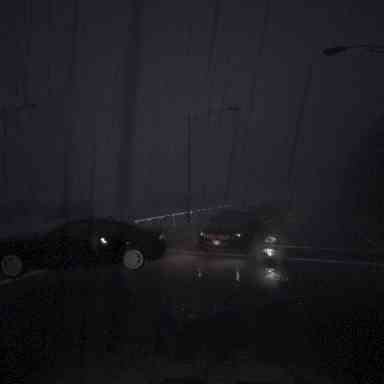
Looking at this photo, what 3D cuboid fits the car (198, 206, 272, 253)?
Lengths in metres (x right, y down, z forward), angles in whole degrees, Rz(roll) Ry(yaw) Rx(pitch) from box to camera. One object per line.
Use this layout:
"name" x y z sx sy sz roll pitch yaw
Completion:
"car" 1.832 1.514 13.876 1.812 1.442 4.674 0 0 24

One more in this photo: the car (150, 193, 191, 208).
"car" -2.917 1.074 41.759 4.605 1.855 1.932 0 0 19

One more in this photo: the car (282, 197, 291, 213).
"car" 7.785 1.487 30.488 1.837 1.490 4.892 0 0 19

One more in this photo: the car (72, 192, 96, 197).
"car" -18.401 1.249 53.739 4.514 1.523 2.007 0 0 19

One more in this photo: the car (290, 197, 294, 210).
"car" 9.830 1.544 36.525 1.994 1.385 4.181 0 0 19

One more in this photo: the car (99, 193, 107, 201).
"car" -20.131 1.014 70.946 3.866 1.878 1.905 0 0 19

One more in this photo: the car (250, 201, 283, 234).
"car" 3.984 1.490 19.282 1.837 1.490 4.892 0 0 19

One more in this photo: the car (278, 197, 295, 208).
"car" 13.596 1.468 47.653 2.128 1.511 4.902 0 0 19

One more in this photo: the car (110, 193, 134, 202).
"car" -13.732 1.046 65.310 4.605 1.855 1.932 0 0 19

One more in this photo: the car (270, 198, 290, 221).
"car" 5.901 1.475 24.927 2.128 1.511 4.902 0 0 19

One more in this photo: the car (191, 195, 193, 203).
"car" -2.376 1.053 44.644 3.866 1.878 1.905 0 0 19

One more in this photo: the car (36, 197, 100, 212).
"car" -9.006 1.356 24.201 3.633 1.501 1.845 0 0 19

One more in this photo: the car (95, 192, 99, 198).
"car" -21.776 1.298 67.993 3.806 1.475 1.970 0 0 19

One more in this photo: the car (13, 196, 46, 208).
"car" -21.645 1.273 44.288 3.633 1.501 1.845 0 0 19

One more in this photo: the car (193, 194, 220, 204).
"car" 1.727 1.126 56.763 5.027 1.636 2.152 0 0 19

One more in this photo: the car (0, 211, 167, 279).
"car" -3.271 1.475 9.857 5.008 1.535 1.882 0 0 -15

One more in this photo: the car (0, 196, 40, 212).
"car" -15.079 1.356 29.404 3.806 1.475 1.970 0 0 19

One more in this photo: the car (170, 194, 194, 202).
"car" -2.024 1.258 68.675 4.514 1.523 2.007 0 0 19
